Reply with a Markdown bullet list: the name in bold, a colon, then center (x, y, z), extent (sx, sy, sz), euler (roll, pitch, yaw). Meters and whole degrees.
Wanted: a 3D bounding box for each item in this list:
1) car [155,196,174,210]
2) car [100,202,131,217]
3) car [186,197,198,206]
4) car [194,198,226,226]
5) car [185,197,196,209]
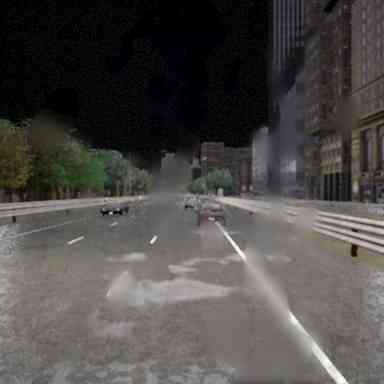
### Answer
- **car**: center (-3.399, 1.306, 41.287), extent (2.097, 1.767, 4.553), euler (0, 0, 0)
- **car**: center (-6.906, 1.522, 30.525), extent (1.895, 1.301, 4.718), euler (0, 0, 0)
- **car**: center (0.001, 1.578, 57.593), extent (1.994, 1.385, 4.181), euler (0, 0, 0)
- **car**: center (1.225, 1.424, 22.763), extent (1.837, 1.490, 4.892), euler (0, 0, 0)
- **car**: center (0.039, 1.529, 44.167), extent (1.994, 1.385, 4.181), euler (0, 0, 0)
